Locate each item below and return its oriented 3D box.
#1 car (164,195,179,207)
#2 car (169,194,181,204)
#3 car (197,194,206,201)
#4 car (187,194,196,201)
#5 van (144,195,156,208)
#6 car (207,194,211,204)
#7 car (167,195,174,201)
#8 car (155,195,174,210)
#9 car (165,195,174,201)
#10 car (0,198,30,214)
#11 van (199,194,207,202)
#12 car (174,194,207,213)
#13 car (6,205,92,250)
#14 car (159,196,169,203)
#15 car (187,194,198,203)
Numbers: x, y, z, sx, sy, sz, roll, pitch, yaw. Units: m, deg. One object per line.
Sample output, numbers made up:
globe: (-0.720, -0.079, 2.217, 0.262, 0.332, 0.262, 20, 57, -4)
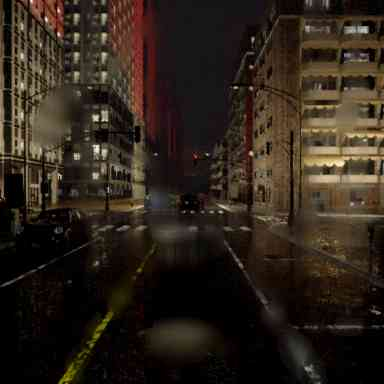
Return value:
car: (-3.145, 1.362, 52.649, 2.097, 1.767, 4.553, 0, 0, 0)
car: (-3.119, 1.367, 62.541, 2.097, 1.767, 4.553, 0, 0, 0)
car: (2.589, 1.351, 91.005, 2.192, 1.841, 5.009, 0, 0, 0)
car: (-0.091, 1.386, 85.605, 2.097, 1.767, 4.553, 0, 0, 0)
van: (-5.742, 1.347, 46.588, 1.690, 1.788, 3.998, 0, 0, 0)
car: (2.620, 1.330, 63.251, 2.192, 1.841, 5.009, 0, 0, 0)
car: (-5.791, 1.561, 90.825, 1.752, 1.417, 4.829, 0, 0, 0)
car: (-3.177, 1.357, 43.860, 2.097, 1.767, 4.553, 0, 0, 1)
car: (-5.785, 1.471, 85.444, 1.967, 1.590, 4.097, 0, 0, 0)
car: (-15.734, 1.221, 27.519, 4.902, 1.511, 2.128, 1, 0, -2)
van: (2.601, 1.367, 79.904, 1.690, 1.788, 3.998, 0, 0, 0)
car: (-0.068, 1.229, 37.480, 2.150, 2.045, 5.566, 1, 0, 11)
car: (-5.707, 1.440, 14.114, 1.967, 1.590, 4.097, 0, 0, 0)
car: (-5.766, 1.544, 68.622, 1.752, 1.417, 4.829, 0, 0, 0)
car: (0.032, 1.375, 69.254, 2.097, 1.767, 4.553, 0, 0, -1)
